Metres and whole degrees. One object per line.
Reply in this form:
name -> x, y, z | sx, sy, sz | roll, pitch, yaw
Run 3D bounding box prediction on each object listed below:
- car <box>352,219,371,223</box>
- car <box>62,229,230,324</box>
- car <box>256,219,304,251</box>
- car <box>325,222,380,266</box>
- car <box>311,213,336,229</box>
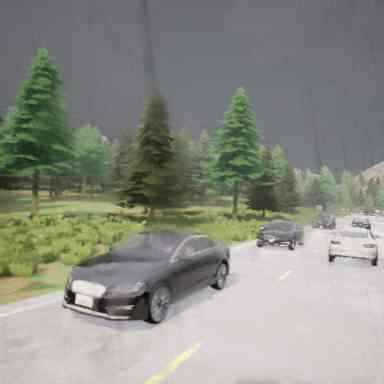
car -> 18.437, 3.567, 36.225 | 1.895, 1.301, 4.718 | 2, -2, 28
car -> -0.644, 1.654, 7.683 | 2.128, 1.511, 4.902 | 2, -2, 28
car -> 5.016, 2.272, 18.491 | 1.837, 1.490, 4.892 | 2, -2, 28
car -> 7.279, 2.300, 14.921 | 1.812, 1.442, 4.674 | 2, -2, 28
car -> 14.379, 3.114, 36.229 | 2.097, 1.767, 4.553 | 2, -2, 28
